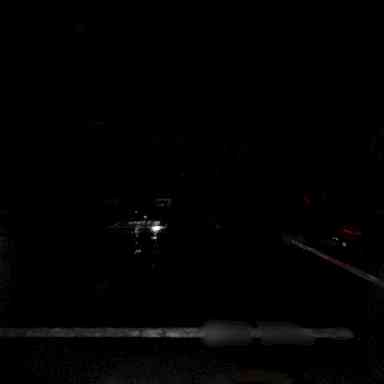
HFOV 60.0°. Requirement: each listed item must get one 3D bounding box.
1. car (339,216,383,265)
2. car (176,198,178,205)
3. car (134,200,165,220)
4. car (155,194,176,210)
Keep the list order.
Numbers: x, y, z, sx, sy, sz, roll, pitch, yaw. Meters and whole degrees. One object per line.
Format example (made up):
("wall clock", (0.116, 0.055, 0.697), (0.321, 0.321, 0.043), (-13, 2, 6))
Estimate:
("car", (7.433, 1.515, 10.796), (4.902, 1.511, 2.128), (0, 0, 4))
("car", (-3.519, 1.647, 61.078), (1.895, 1.301, 4.718), (0, 0, 0))
("car", (-3.605, 1.622, 27.881), (1.895, 1.301, 4.718), (0, 0, 0))
("car", (-3.594, 1.257, 43.480), (2.150, 2.045, 5.566), (0, 0, 0))
